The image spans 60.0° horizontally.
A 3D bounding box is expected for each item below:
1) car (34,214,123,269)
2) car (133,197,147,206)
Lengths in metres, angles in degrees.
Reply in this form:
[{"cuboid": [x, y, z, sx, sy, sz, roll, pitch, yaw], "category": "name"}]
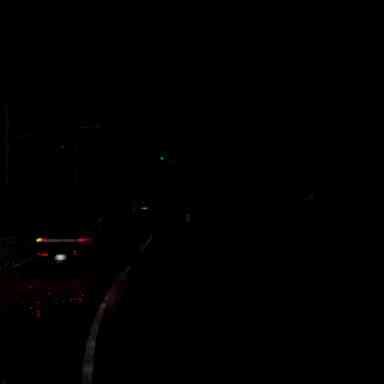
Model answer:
[{"cuboid": [-3.537, 1.497, 11.138, 2.128, 1.511, 4.902, 0, 0, -2], "category": "car"}, {"cuboid": [-8.390, 1.526, 53.802, 1.837, 1.490, 4.892, 0, 0, -1], "category": "car"}]
